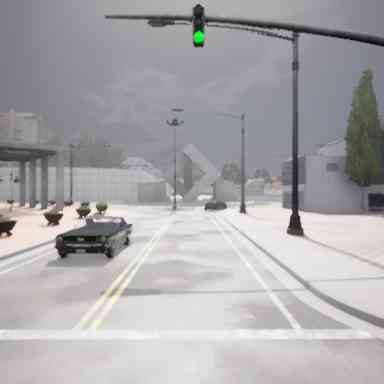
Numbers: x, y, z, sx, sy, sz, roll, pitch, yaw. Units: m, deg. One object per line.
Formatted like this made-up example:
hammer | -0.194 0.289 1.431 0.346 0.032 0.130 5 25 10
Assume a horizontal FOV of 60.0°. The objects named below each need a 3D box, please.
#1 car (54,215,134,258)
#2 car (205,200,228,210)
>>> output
car | -3.595 1.621 12.965 1.895 1.301 4.718 0 0 0
car | 3.285 1.712 44.841 1.994 1.385 4.181 0 0 25
